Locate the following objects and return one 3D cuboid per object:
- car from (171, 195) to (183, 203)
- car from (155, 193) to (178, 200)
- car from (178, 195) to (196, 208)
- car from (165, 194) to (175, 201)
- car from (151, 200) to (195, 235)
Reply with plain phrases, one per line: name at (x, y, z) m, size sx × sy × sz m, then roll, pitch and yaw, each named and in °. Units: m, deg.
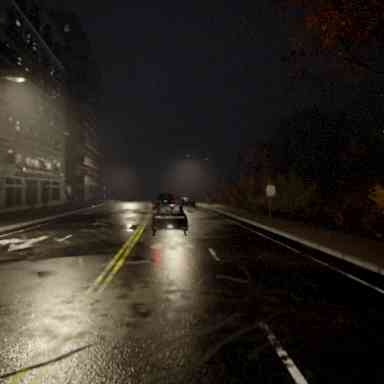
car at (-2.813, 1.326, 62.039) m, size 1.882 × 1.535 × 5.008 m, roll 0°, pitch -1°, yaw -8°
car at (-3.216, 1.123, 39.400) m, size 2.150 × 2.045 × 5.566 m, roll 0°, pitch 0°, yaw -6°
car at (-0.609, 1.395, 45.126) m, size 2.128 × 1.511 × 4.902 m, roll 0°, pitch 0°, yaw -7°
car at (-5.214, 1.268, 77.186) m, size 1.882 × 1.535 × 5.008 m, roll 0°, pitch 0°, yaw -9°
car at (-1.253, 1.450, 18.526) m, size 2.128 × 1.511 × 4.902 m, roll 0°, pitch 0°, yaw -4°
